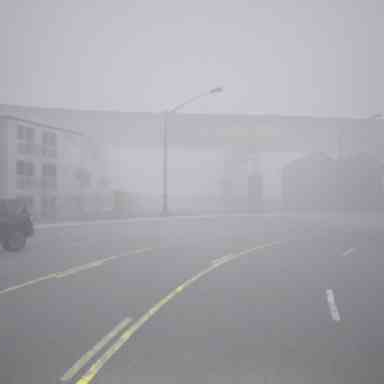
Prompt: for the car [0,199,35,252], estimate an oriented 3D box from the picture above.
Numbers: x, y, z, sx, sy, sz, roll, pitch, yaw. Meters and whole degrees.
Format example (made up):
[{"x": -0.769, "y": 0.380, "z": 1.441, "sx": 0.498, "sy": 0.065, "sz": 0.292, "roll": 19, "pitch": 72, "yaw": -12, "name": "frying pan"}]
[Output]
[{"x": -8.304, "y": 1.276, "z": 11.844, "sx": 2.150, "sy": 2.045, "sz": 5.566, "roll": 0, "pitch": 0, "yaw": 20, "name": "car"}]
